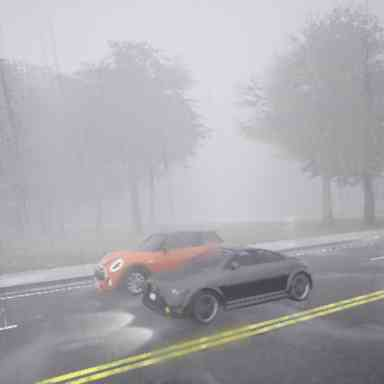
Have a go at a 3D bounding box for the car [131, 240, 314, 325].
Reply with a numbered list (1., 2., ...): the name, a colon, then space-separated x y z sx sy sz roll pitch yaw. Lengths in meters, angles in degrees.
1. car: 0.915 2.036 8.137 4.181 1.385 1.994 -1 -4 -28

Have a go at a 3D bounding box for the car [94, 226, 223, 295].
1. car: -0.836 2.084 10.898 4.553 1.767 2.097 -1 -4 -29
